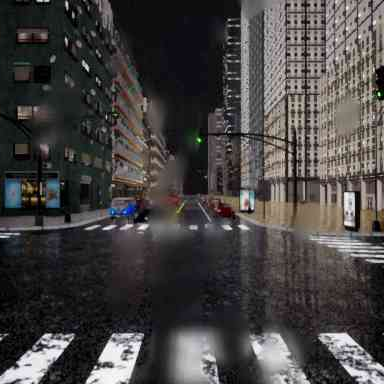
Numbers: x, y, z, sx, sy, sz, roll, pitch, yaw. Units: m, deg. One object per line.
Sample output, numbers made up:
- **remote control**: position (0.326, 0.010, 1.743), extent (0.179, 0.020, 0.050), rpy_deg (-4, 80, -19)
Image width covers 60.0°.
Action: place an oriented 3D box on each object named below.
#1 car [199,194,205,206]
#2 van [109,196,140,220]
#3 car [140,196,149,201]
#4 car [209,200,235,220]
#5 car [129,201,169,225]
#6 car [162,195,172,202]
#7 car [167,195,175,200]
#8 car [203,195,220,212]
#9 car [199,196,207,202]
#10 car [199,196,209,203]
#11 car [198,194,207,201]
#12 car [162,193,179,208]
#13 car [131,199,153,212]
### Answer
- **car**: position (2.594, 1.469, 55.529), extent (1.967, 1.590, 4.097), rpy_deg (0, 0, 0)
- **van**: position (-5.734, 1.351, 27.876), extent (1.690, 1.788, 3.998), rpy_deg (0, 0, 0)
- **car**: position (-5.744, 1.329, 33.403), extent (2.192, 1.841, 5.009), rpy_deg (0, 0, 0)
- **car**: position (2.645, 1.592, 27.890), extent (1.802, 1.307, 4.206), rpy_deg (0, 0, 0)
- **car**: position (-3.045, 1.576, 24.269), extent (1.994, 1.385, 4.181), rpy_deg (0, 0, 0)
- **car**: position (-5.829, 1.494, 77.624), extent (1.967, 1.590, 4.097), rpy_deg (0, 0, 0)
- **car**: position (-5.861, 1.643, 94.207), extent (1.947, 1.339, 4.313), rpy_deg (0, 0, 0)
- **car**: position (2.625, 1.457, 38.946), extent (1.967, 1.590, 4.097), rpy_deg (0, 0, 0)
- **car**: position (2.551, 1.636, 77.639), extent (1.802, 1.307, 4.206), rpy_deg (0, 0, 0)
- **car**: position (2.561, 1.592, 72.112), extent (1.887, 1.381, 4.507), rpy_deg (0, 0, 0)
- **car**: position (2.542, 1.376, 83.167), extent (2.192, 1.841, 5.009), rpy_deg (0, 0, 0)
- **car**: position (-3.095, 1.219, 50.382), extent (2.150, 2.045, 5.566), rpy_deg (0, 0, 0)
- **car**: position (-5.757, 1.561, 38.931), extent (1.887, 1.381, 4.507), rpy_deg (0, 0, 0)
